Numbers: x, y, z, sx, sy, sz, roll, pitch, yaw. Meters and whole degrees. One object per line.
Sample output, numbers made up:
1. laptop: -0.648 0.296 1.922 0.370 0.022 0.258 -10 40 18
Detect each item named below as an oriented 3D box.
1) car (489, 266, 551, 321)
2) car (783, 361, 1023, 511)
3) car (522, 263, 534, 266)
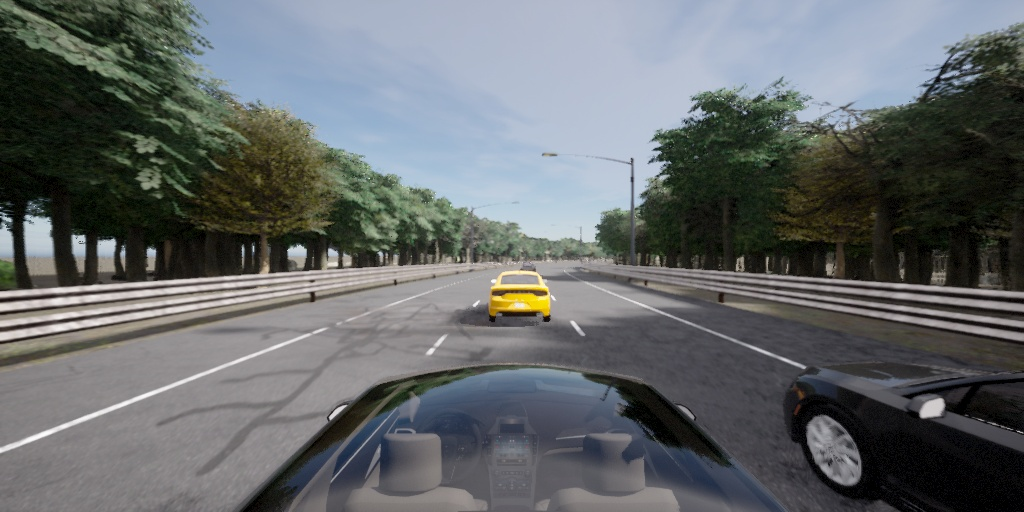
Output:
1. car: 0.265 1.263 12.683 1.882 1.535 5.008 0 0 1
2. car: 3.622 1.257 1.576 1.837 1.490 4.892 0 0 0
3. car: 2.034 1.616 44.224 2.128 1.511 4.902 0 -1 5
